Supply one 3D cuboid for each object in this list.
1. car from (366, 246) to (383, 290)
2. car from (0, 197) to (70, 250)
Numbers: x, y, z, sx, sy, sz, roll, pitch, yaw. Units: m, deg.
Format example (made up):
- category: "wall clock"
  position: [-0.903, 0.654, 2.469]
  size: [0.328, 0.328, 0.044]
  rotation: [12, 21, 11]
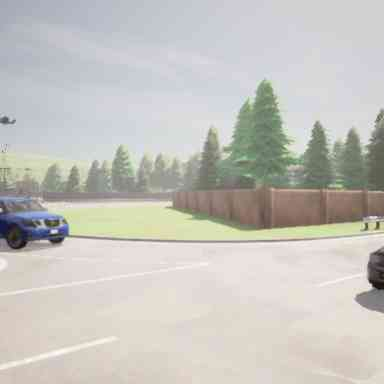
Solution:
- category: "car"
  position: [6.019, 1.621, 8.050]
  size: [4.674, 1.442, 1.812]
  rotation: [1, 0, -36]
- category: "car"
  position: [-7.962, 1.244, 14.810]
  size: [5.566, 2.045, 2.150]
  rotation: [0, 0, 29]
